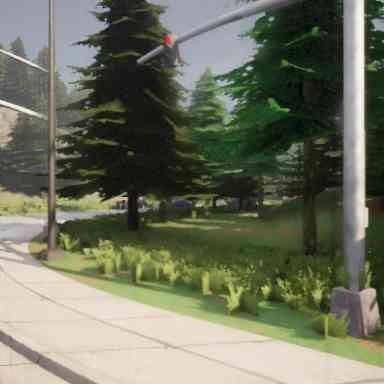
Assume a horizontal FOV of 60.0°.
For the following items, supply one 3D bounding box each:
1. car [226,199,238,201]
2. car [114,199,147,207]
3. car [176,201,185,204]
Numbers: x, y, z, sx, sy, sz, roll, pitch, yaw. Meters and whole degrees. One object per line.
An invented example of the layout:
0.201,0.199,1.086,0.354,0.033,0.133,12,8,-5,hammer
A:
7.620,1.556,51.799,4.892,1.490,1.837,0,0,-22,car
-7.933,1.578,43.274,1.837,1.490,4.892,-1,-1,35,car
-2.101,1.588,44.879,1.812,1.442,4.674,0,0,43,car
